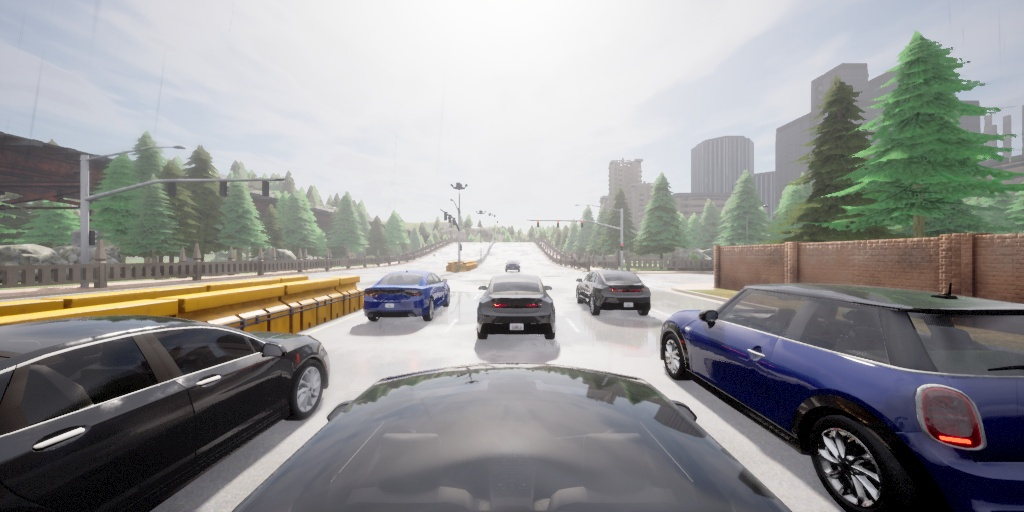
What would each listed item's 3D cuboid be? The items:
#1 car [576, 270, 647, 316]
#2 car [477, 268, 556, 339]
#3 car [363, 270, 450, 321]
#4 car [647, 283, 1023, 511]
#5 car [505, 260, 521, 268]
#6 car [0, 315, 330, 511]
[{"bbox_3d":[3.617,1.255,13.454,1.837,1.490,4.892,0,0,1],"label":"car"},{"bbox_3d":[0.098,1.255,10.021,1.837,1.490,4.892,0,0,0],"label":"car"},{"bbox_3d":[-3.401,1.228,12.444,1.882,1.535,5.008,0,0,0],"label":"car"},{"bbox_3d":[3.601,1.102,4.370,2.097,1.767,4.553,0,0,0],"label":"car"},{"bbox_3d":[0.080,1.276,46.244,1.812,1.442,4.674,0,0,0],"label":"car"},{"bbox_3d":[-3.400,1.255,2.951,1.837,1.490,4.892,0,0,0],"label":"car"}]
